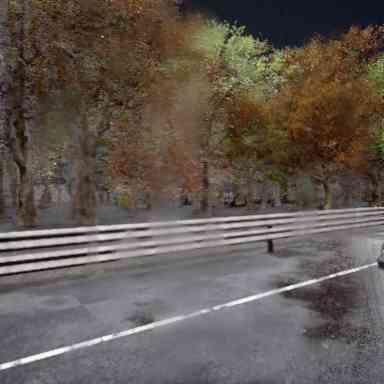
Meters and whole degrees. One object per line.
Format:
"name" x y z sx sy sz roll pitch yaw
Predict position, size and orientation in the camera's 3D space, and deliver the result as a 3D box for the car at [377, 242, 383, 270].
"car" 7.064 1.472 8.976 5.357 1.411 2.033 0 0 -36
